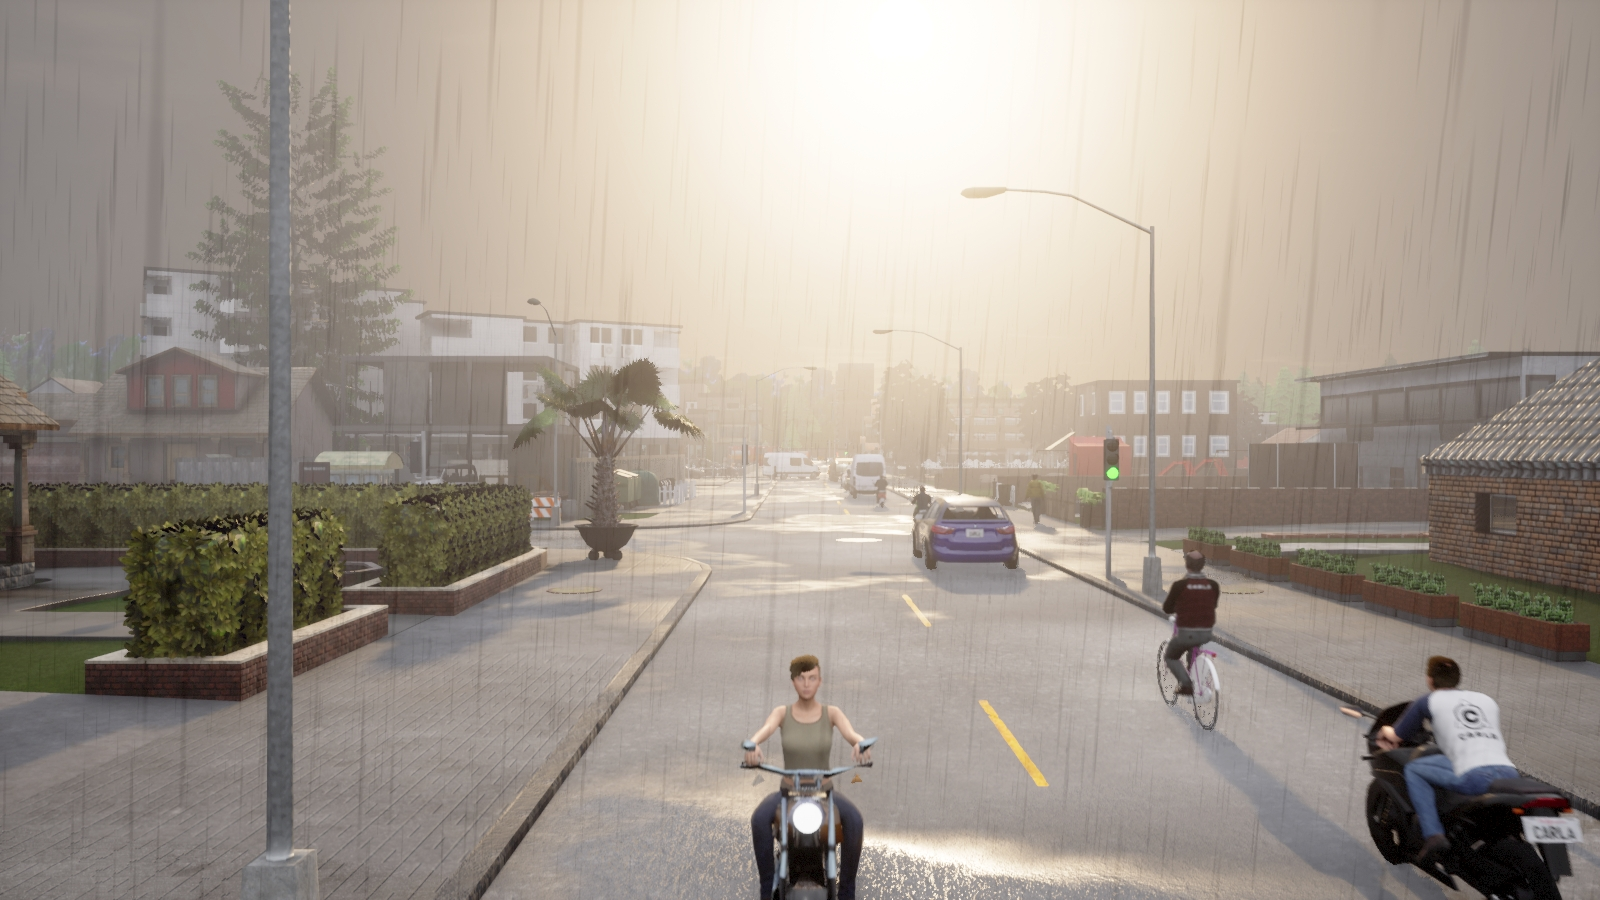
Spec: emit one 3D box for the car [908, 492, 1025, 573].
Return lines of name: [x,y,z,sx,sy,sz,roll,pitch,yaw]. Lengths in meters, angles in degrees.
car: [4.030,1.967,28.413,2.242,1.667,4.611,0,0,0]

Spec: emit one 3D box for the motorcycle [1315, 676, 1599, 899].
motorcycle: [4.011,2.186,7.005,0.803,1.199,2.033,0,0,0]

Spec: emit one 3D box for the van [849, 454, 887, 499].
van: [4.031,1.534,68.549,1.988,2.561,5.915,0,0,0]

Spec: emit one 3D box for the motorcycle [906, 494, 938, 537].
motorcycle: [4.028,2.142,37.738,0.856,1.316,1.805,0,0,0]

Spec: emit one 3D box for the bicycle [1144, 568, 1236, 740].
bicycle: [4.044,2.060,11.949,0.329,1.471,1.835,0,0,0]

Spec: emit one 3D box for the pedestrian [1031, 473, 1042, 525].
pedestrian: [8.477,1.744,41.016,0.375,1.860,0.375,0,0,10]

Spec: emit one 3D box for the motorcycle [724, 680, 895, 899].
motorcycle: [0.047,2.155,6.263,0.764,1.307,2.356,0,0,0]
